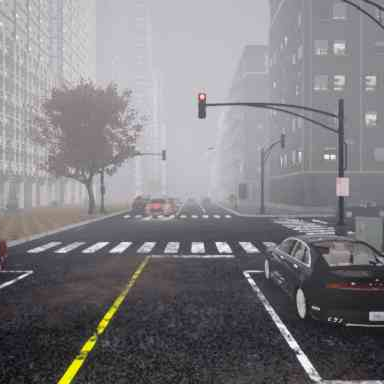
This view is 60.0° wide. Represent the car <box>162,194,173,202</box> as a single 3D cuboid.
[{"bbox_3d":[-5.776,1.383,78.002,2.192,1.841,5.009,0,0,0],"label":"car"}]

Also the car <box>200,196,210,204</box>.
[{"bbox_3d":[2.617,1.576,67.135,1.752,1.417,4.829,0,0,0],"label":"car"}]

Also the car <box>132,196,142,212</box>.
[{"bbox_3d":[-5.735,1.335,39.342,2.192,1.841,5.009,0,0,0],"label":"car"}]

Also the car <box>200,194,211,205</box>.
[{"bbox_3d":[2.623,1.609,61.442,1.947,1.339,4.313,0,0,0],"label":"car"}]

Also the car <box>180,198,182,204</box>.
[{"bbox_3d":[-3.105,1.541,65.613,2.128,1.511,4.902,0,0,0],"label":"car"}]

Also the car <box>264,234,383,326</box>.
[{"bbox_3d":[2.681,1.551,6.963,2.008,1.369,4.403,0,0,0],"label":"car"}]

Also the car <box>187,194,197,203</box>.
[{"bbox_3d":[-0.074,1.600,68.670,2.033,1.411,5.357,0,0,0],"label":"car"}]

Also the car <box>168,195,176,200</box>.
[{"bbox_3d":[-5.793,1.651,94.571,2.008,1.369,4.403,0,0,0],"label":"car"}]

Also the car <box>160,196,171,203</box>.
[{"bbox_3d":[-5.769,1.625,72.480,1.947,1.339,4.313,0,0,0],"label":"car"}]

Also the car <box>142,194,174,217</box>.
[{"bbox_3d":[-3.135,1.365,31.426,2.097,1.767,4.553,0,0,0],"label":"car"}]

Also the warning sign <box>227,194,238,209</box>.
[{"bbox_3d":[5.024,1.137,41.479,1.300,1.860,1.060,0,0,0],"label":"warning sign"}]

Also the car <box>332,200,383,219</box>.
[{"bbox_3d":[13.397,1.349,26.380,4.403,1.369,2.008,-1,1,-1],"label":"car"}]

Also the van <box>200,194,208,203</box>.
[{"bbox_3d":[2.611,1.400,72.488,1.690,1.788,3.998,0,0,0],"label":"van"}]

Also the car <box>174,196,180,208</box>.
[{"bbox_3d":[-3.148,1.535,48.181,1.837,1.490,4.892,0,-1,0],"label":"car"}]

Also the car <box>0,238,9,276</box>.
[{"bbox_3d":[-5.699,1.545,6.954,1.887,1.381,4.507,0,0,0],"label":"car"}]
